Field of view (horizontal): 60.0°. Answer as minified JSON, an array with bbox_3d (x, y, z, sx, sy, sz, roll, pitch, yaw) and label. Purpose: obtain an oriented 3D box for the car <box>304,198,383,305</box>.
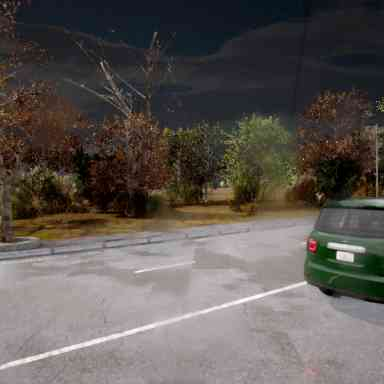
[{"bbox_3d":[4.752,1.132,7.126,5.566,2.045,2.150,-1,1,-35],"label":"car"}]
